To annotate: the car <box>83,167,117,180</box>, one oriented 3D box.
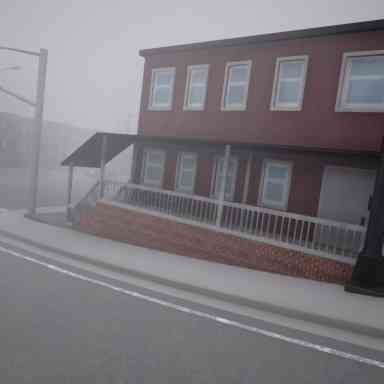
[{"bbox_3d":[-12.202,-2.657,44.426,2.097,1.767,4.553,10,6,35],"label":"car"}]
